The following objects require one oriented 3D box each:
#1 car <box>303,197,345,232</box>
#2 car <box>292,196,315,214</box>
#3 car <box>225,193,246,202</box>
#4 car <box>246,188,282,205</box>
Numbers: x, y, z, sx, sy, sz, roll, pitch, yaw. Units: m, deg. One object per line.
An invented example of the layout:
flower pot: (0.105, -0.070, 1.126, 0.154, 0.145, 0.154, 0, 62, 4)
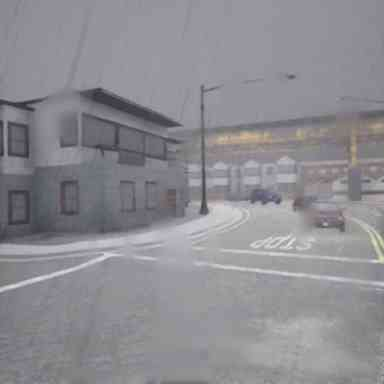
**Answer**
car: (7.142, 1.230, 17.958, 1.812, 1.442, 4.674, -1, 1, 20)
car: (9.792, 1.032, 28.188, 2.033, 1.411, 5.357, -1, 1, 7)
car: (7.808, 0.931, 56.306, 2.033, 1.411, 5.357, -1, -1, -29)
car: (9.209, 0.535, 41.933, 2.150, 2.045, 5.566, -1, 0, -12)
